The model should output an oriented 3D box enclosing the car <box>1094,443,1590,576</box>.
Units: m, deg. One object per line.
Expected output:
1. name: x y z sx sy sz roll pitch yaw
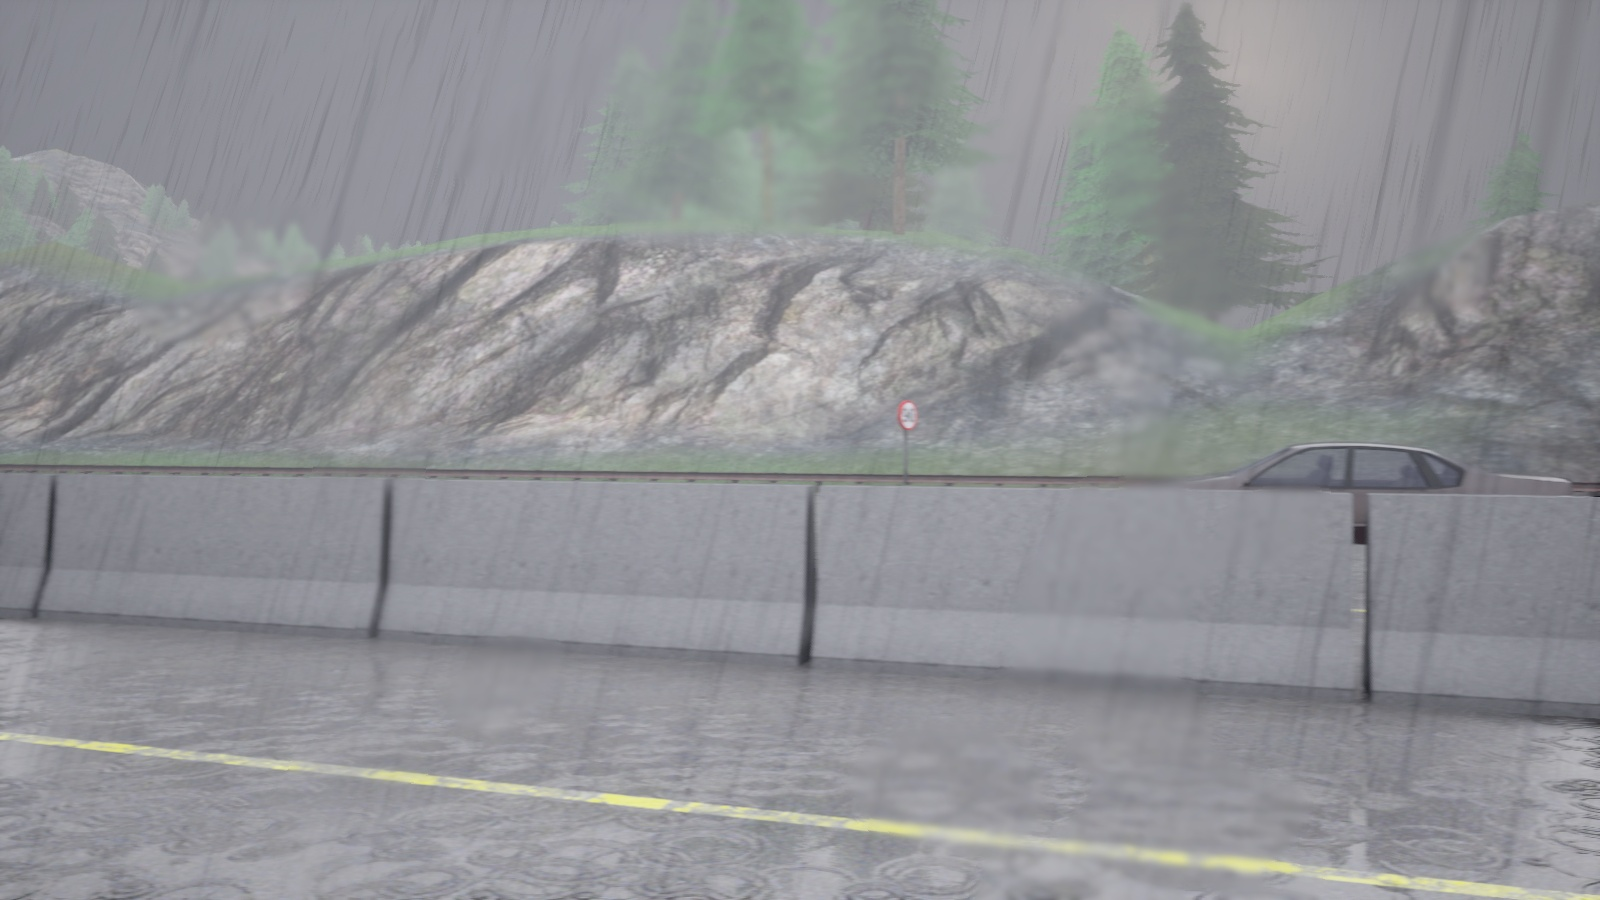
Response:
1. car: 6.541 0.648 15.763 5.357 1.411 2.033 1 1 19
